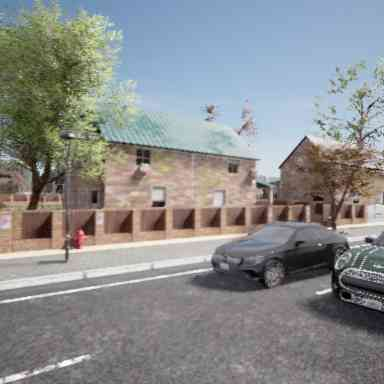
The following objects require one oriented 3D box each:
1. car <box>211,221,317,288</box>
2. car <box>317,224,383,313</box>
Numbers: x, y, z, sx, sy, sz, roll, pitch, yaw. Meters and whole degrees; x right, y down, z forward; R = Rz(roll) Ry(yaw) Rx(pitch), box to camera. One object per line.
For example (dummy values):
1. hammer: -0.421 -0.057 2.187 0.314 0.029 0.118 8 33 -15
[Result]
1. car: 2.713 1.596 9.550 4.674 1.442 1.812 1 0 -35
2. car: 5.081 1.430 7.234 4.553 1.767 2.097 1 0 -35
